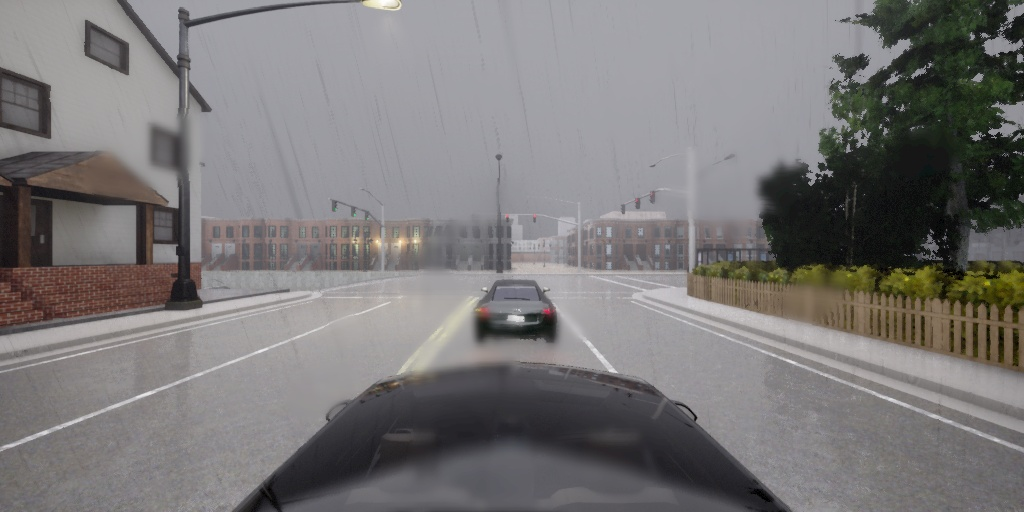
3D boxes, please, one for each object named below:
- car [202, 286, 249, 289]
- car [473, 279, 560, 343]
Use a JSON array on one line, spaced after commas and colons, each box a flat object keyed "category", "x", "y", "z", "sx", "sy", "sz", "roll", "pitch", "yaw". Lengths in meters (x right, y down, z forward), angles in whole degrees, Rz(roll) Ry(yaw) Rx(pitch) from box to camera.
[{"category": "car", "x": -22.438, "y": 3.308, "z": 26.907, "sx": 5.566, "sy": 2.045, "sz": 2.150, "roll": -13, "pitch": 1, "yaw": -1}, {"category": "car", "x": 0.099, "y": 1.314, "z": 9.657, "sx": 1.994, "sy": 1.385, "sz": 4.181, "roll": 0, "pitch": 0, "yaw": 0}]
